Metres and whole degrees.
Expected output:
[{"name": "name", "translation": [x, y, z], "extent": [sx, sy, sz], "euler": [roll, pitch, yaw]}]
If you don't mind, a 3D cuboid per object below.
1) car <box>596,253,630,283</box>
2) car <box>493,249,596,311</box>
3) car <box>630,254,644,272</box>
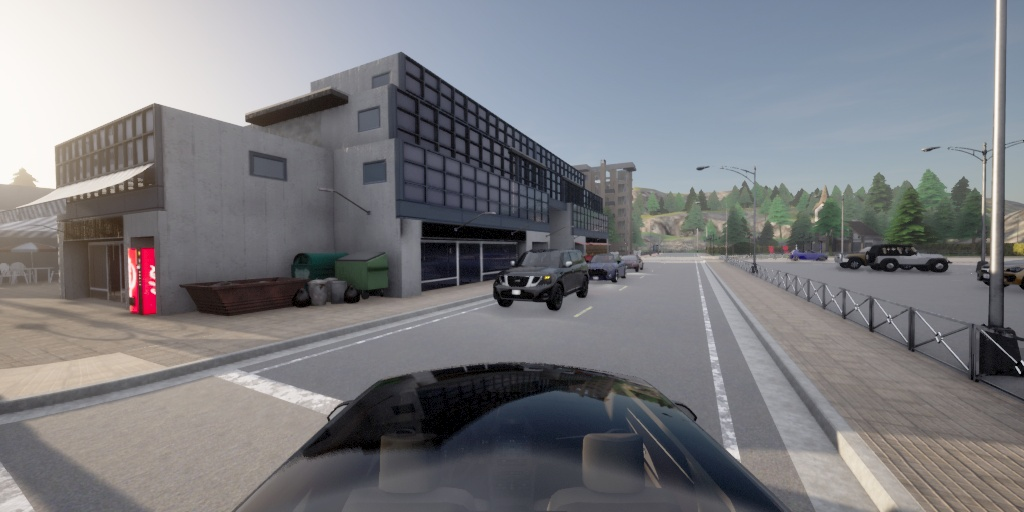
[{"name": "car", "translation": [5.821, 0.642, 22.604], "extent": [2.097, 1.767, 4.553], "euler": [0, 1, 27]}, {"name": "car", "translation": [1.377, 0.738, 13.829], "extent": [2.150, 2.045, 5.566], "euler": [0, 1, 27]}, {"name": "car", "translation": [10.448, 0.581, 31.731], "extent": [1.812, 1.442, 4.674], "euler": [0, 1, 27]}]
